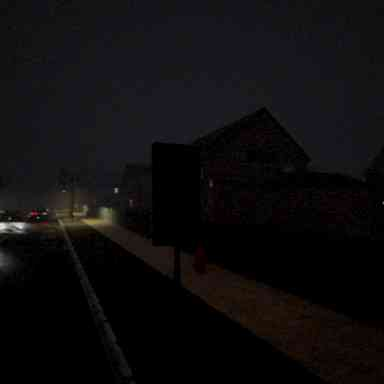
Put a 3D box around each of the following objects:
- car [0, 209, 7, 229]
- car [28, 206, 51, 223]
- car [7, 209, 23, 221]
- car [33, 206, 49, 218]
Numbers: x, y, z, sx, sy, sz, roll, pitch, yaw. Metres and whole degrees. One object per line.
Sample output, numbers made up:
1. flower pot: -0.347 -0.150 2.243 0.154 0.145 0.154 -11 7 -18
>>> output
1. car: -12.690 1.959 19.793 2.128 1.511 4.902 1 -1 -23
2. car: -15.739 2.323 34.366 2.128 1.511 4.902 0 -2 -22
3. car: -19.585 2.487 36.232 1.895 1.301 4.718 1 -2 -23
4. car: -19.717 2.583 43.617 1.837 1.490 4.892 1 -2 -23
